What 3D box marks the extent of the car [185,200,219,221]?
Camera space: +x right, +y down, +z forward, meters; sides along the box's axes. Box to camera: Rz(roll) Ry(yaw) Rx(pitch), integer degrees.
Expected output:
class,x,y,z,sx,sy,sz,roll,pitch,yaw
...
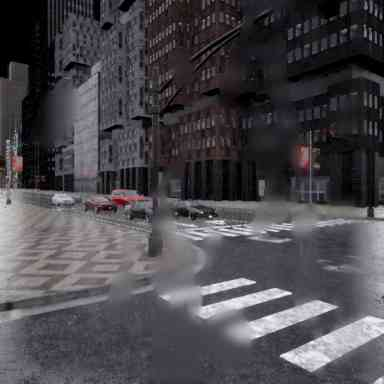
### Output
class,x,y,z,sx,sy,sz,roll,pitch,yaw
car,-0.393,1.280,25.095,2.033,1.411,5.357,0,1,-39

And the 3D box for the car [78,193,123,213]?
class,x,y,z,sx,sy,sz,roll,pitch,yaw
car,-8.599,1.080,30.918,1.882,1.535,5.008,0,1,-36

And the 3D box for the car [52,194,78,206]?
class,x,y,z,sx,sy,sz,roll,pitch,yaw
car,-16.012,0.945,41.128,1.812,1.442,4.674,0,1,-35

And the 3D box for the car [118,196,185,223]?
class,x,y,z,sx,sy,sz,roll,pitch,yaw
car,-2.998,1.284,23.236,2.033,1.411,5.357,0,1,-35

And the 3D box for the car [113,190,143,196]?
class,x,y,z,sx,sy,sz,roll,pitch,yaw
car,-6.351,0.811,33.354,2.150,2.045,5.566,0,1,-36
